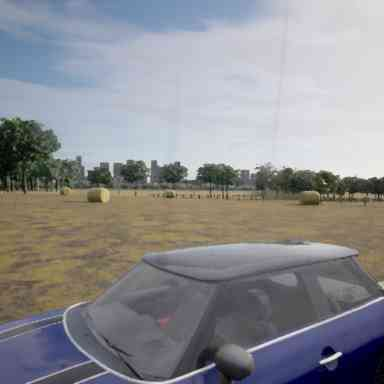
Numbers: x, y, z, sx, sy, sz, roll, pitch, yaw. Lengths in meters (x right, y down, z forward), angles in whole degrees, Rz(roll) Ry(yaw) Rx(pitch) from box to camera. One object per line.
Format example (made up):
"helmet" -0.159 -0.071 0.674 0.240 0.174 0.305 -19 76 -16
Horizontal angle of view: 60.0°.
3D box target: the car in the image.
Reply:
"car" 0.074 1.352 3.102 4.553 1.767 2.097 0 0 -34
